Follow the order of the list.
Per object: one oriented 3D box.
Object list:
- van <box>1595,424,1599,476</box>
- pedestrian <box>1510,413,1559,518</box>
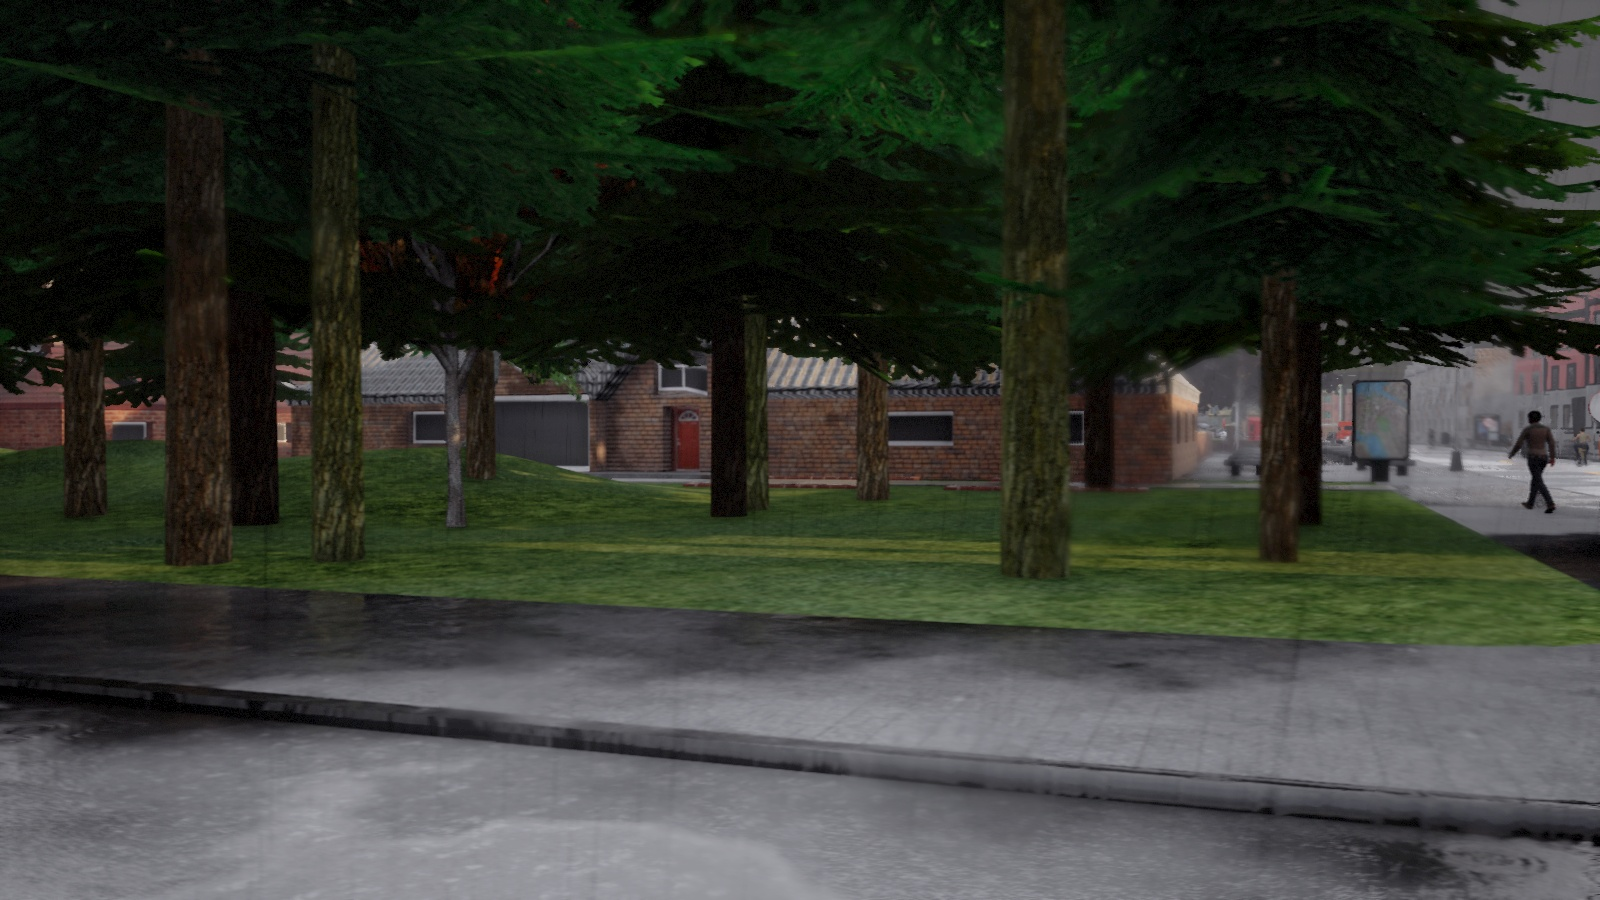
[{"bbox_3d":[30.925,0.025,46.360,1.775,1.987,4.442,1,1,20],"label":"van"},{"bbox_3d":[12.944,0.264,22.147,0.328,1.805,0.869,0,1,0],"label":"pedestrian"}]
